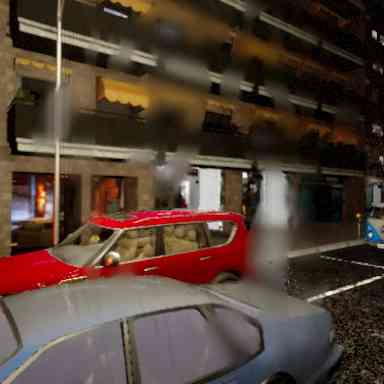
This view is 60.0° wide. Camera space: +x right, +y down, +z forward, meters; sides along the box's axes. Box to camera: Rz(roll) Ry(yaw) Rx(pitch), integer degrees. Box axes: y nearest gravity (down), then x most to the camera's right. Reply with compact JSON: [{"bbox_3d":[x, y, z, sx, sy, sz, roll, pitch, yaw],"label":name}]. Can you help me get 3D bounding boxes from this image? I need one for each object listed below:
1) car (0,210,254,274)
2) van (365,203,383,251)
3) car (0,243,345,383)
[{"bbox_3d":[-1.031,1.300,5.761,5.009,1.841,2.192,0,1,-35],"label":"car"},{"bbox_3d":[7.998,1.254,12.206,3.998,1.788,1.690,0,1,-35],"label":"van"},{"bbox_3d":[-0.920,1.543,2.723,5.357,1.411,2.033,0,0,-36],"label":"car"}]
